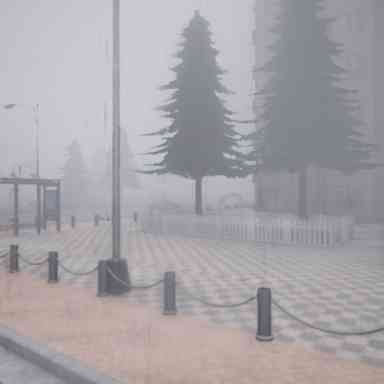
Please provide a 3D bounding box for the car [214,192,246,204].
[{"bbox_3d":[6.275,1.032,53.404,2.150,2.045,5.566,0,0,35],"label":"car"}]

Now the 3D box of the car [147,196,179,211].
[{"bbox_3d":[-3.452,1.564,39.719,1.994,1.385,4.181,0,0,35],"label":"car"}]

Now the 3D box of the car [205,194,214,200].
[{"bbox_3d":[6.362,1.413,90.595,3.806,1.475,1.970,0,0,35],"label":"car"}]

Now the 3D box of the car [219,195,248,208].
[{"bbox_3d":[6.209,1.524,47.138,1.812,1.442,4.674,0,0,36],"label":"car"}]
